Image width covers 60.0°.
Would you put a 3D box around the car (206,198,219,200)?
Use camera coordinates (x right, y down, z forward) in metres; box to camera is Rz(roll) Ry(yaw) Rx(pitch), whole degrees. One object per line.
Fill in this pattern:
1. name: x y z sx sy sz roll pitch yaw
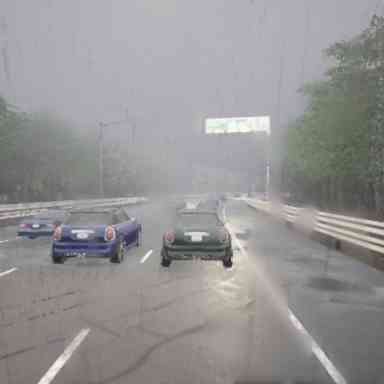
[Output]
1. car: 1.364 1.538 32.383 1.994 1.385 4.181 0 0 5

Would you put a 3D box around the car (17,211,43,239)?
1. car: -6.606 1.520 16.887 2.033 1.411 5.357 0 0 3

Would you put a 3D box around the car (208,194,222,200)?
1. car: 3.120 1.432 49.882 1.882 1.535 5.008 0 0 7

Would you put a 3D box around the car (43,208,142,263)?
1. car: -3.187 1.335 12.040 2.097 1.767 4.553 0 0 2

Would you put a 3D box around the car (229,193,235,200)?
1. car: 9.508 1.487 88.588 1.895 1.301 4.718 0 0 12

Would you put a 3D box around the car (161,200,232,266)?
1. car: 0.200 1.343 11.652 2.097 1.767 4.553 0 0 2

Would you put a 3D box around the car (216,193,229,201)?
1. car: 6.204 1.150 71.262 2.150 2.045 5.566 0 0 10
